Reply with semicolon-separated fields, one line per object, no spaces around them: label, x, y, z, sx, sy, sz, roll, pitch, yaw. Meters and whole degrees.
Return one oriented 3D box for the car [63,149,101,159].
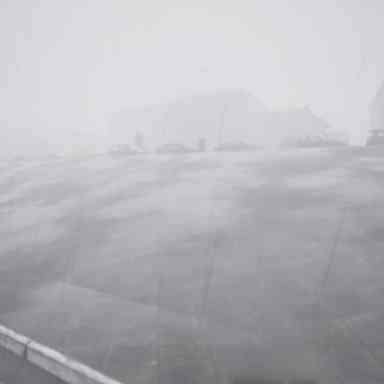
car;-10.762;-3.762;34.817;5.008;1.535;2.097;1;1;32

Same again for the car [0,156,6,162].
car;-24.689;-4.039;43.873;4.892;1.521;2.231;1;0;34

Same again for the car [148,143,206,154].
car;-1.015;-3.526;29.201;4.792;1.488;2.163;1;1;29

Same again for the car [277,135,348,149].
car;8.681;-3.354;24.137;4.892;1.521;2.231;1;1;27

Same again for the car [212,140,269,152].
car;3.849;-3.415;26.595;4.674;1.452;2.002;1;1;28

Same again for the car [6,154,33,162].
car;-20.122;-3.960;40.773;4.892;1.521;2.231;1;1;34

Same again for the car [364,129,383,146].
car;13.762;-3.357;21.695;4.553;1.767;2.185;1;1;26

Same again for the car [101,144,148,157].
car;-6.008;-3.786;32.001;4.553;1.767;2.185;1;1;31

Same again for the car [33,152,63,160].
car;-15.475;-3.824;37.745;4.674;1.452;2.002;1;1;33
